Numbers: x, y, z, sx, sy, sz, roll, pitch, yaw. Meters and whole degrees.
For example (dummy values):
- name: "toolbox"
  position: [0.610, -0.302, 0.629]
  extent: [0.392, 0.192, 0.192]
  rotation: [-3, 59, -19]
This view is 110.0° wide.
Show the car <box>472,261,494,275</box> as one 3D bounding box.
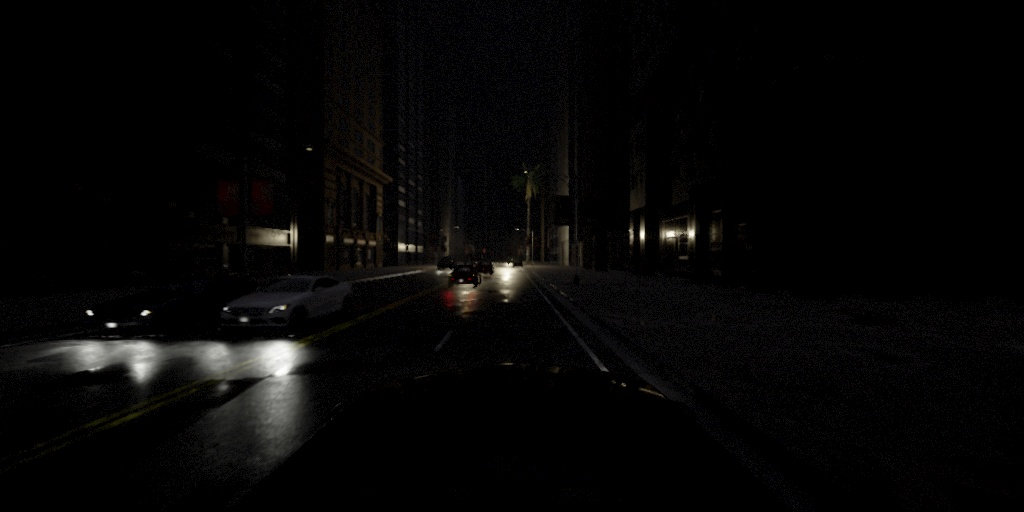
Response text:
- name: "car"
  position: [-3.144, 1.344, 42.053]
  extent: [1.882, 1.535, 5.008]
  rotation: [0, 0, 0]

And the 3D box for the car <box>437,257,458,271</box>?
- name: "car"
  position: [-9.795, 1.122, 54.338]
  extent: [2.150, 2.045, 5.566]
  rotation: [0, 0, 1]

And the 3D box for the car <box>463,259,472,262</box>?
- name: "car"
  position: [-6.547, 1.429, 54.391]
  extent: [1.812, 1.442, 4.674]
  rotation: [0, 0, 1]

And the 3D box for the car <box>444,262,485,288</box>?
- name: "car"
  position: [-3.146, 1.341, 24.548]
  extent: [1.812, 1.442, 4.674]
  rotation: [0, 0, 0]

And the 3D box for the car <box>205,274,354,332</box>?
- name: "car"
  position: [-6.587, 1.302, 11.151]
  extent: [1.812, 1.442, 4.674]
  rotation: [0, 0, 0]

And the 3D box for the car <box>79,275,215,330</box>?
- name: "car"
  position: [-9.849, 1.325, 11.474]
  extent: [2.033, 1.411, 5.357]
  rotation: [0, 0, 0]
